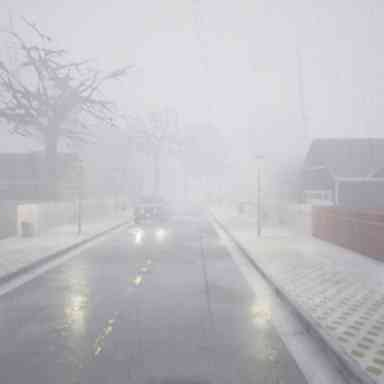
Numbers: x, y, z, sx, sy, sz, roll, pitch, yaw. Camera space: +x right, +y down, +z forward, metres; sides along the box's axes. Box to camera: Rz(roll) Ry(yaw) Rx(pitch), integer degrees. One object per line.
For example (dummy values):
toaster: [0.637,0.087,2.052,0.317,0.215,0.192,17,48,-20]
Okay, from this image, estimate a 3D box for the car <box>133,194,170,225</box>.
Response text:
car: [-2.789,1.192,24.331,2.150,2.045,5.566,0,0,1]
